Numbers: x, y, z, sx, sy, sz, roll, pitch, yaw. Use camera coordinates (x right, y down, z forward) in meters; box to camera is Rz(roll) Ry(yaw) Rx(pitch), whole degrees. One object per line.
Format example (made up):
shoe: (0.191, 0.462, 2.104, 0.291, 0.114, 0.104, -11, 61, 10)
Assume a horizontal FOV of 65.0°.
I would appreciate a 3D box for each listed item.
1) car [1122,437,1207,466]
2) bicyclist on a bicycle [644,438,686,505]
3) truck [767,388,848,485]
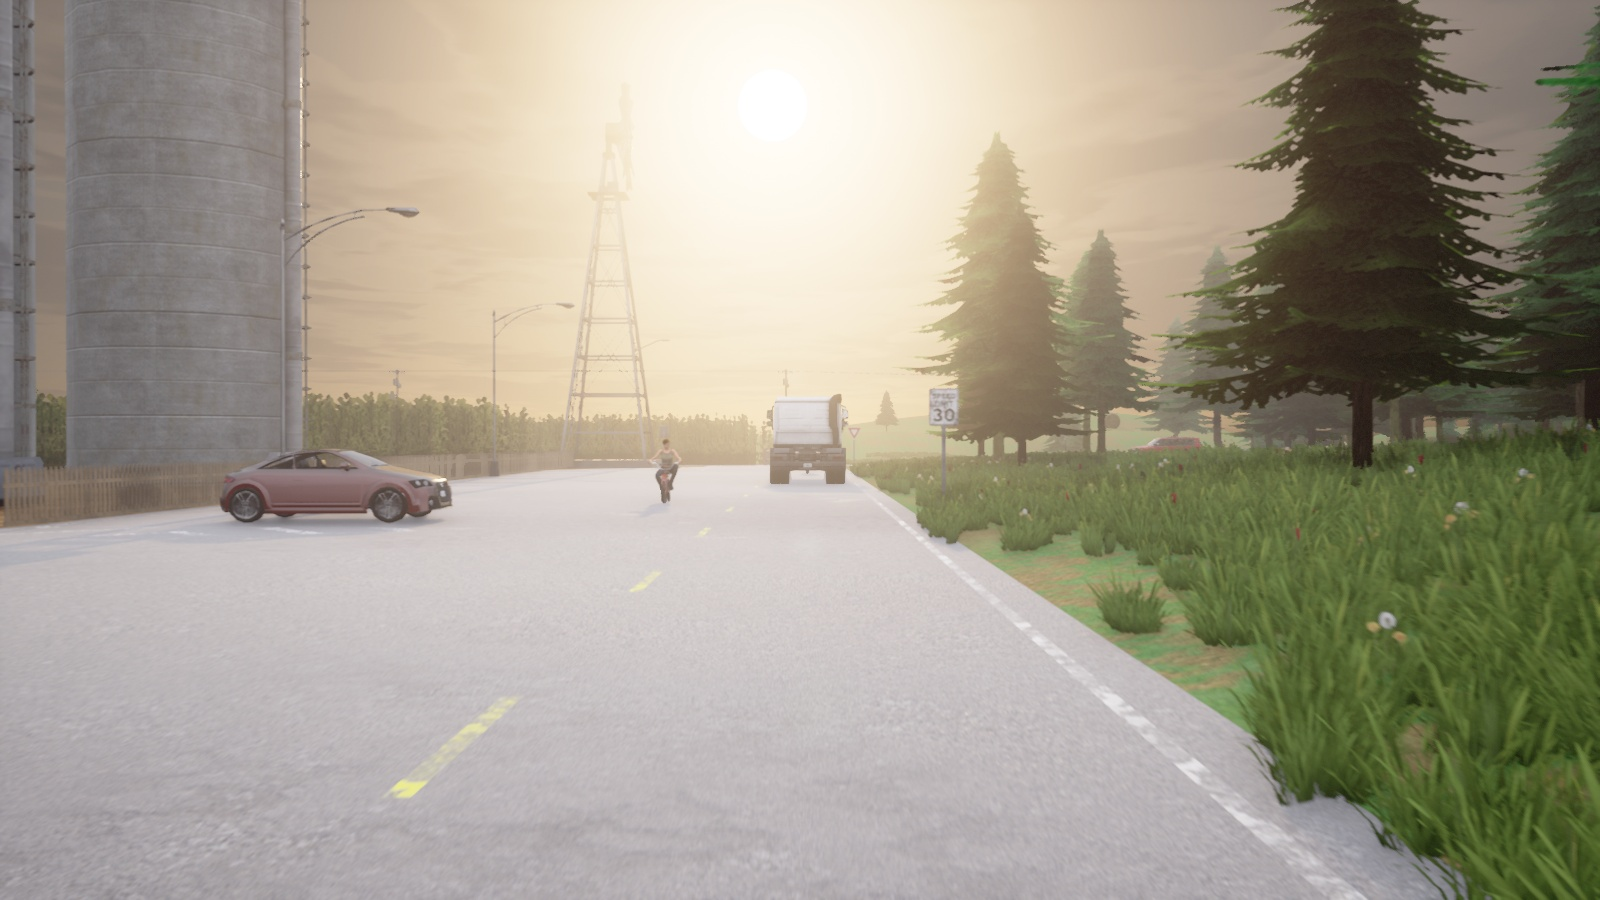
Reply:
car: (26.518, 0.111, 91.460, 5.566, 2.045, 2.150, 0, 0, 0)
bicyclist on a bicycle: (-3.314, 0.506, 30.886, 0.866, 1.612, 1.509, 0, 0, 0)
truck: (0.293, -0.509, 48.624, 2.891, 3.462, 7.936, 0, 0, 0)
